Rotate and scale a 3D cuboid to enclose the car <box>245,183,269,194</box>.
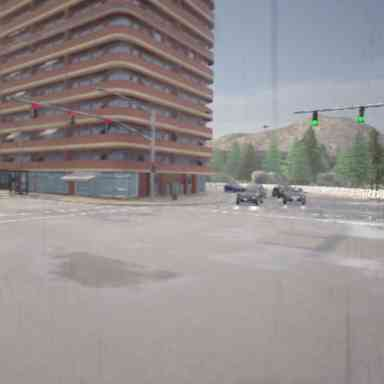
[{"bbox_3d":[10.031,-0.547,51.796,1.812,1.442,4.674,0,3,-15],"label":"car"}]

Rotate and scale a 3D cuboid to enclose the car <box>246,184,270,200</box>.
[{"bbox_3d":[7.477,-0.050,38.318,2.128,1.511,4.902,1,2,5],"label":"car"}]

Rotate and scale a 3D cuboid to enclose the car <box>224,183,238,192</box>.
[{"bbox_3d":[6.553,-0.645,51.446,1.882,1.535,5.008,1,3,-16],"label":"car"}]

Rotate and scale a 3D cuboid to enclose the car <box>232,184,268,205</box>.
[{"bbox_3d":[5.220,0.300,29.497,1.837,1.490,4.892,2,3,20],"label":"car"}]

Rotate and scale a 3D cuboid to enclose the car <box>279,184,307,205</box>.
[{"bbox_3d":[9.461,0.307,30.860,2.128,1.511,4.902,2,3,14],"label":"car"}]

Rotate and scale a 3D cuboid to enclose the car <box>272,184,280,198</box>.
[{"bbox_3d":[11.082,-0.190,39.899,2.097,1.767,4.553,1,2,2],"label":"car"}]
